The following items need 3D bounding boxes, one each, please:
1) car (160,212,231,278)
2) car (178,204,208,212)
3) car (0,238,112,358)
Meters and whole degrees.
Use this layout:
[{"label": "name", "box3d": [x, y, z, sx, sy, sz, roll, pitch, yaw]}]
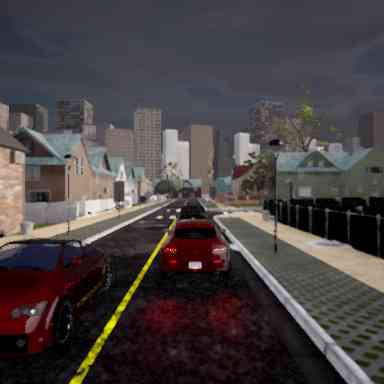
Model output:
[{"label": "car", "box3d": [0.086, 1.546, 10.053, 1.812, 1.442, 4.674, 0, 0, 0]}, {"label": "car", "box3d": [0.072, 1.524, 22.464, 1.882, 1.535, 5.008, 0, 0, 0]}, {"label": "car", "box3d": [-2.849, 1.576, 6.124, 1.994, 1.385, 4.181, 0, 0, 0]}]
